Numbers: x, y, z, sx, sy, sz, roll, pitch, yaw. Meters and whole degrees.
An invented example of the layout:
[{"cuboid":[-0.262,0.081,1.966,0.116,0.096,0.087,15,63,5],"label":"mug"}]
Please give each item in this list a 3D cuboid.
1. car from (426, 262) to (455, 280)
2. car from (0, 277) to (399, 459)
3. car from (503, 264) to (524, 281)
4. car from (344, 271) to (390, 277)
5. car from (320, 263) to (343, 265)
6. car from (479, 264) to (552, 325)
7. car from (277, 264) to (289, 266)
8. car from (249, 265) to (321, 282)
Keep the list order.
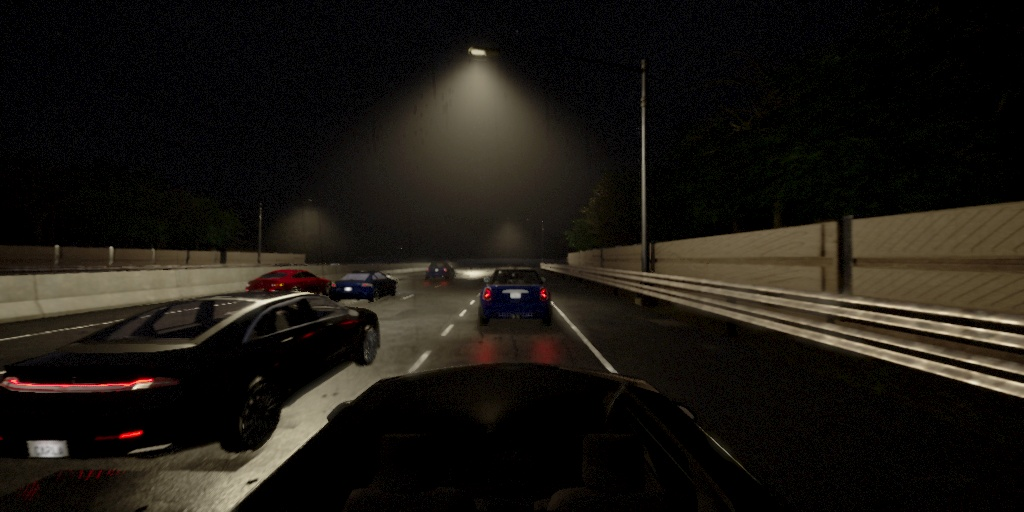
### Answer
[{"cuboid":[-6.895,1.359,34.921,2.097,1.767,4.553,0,-1,0],"label":"car"},{"cuboid":[-3.500,1.247,5.134,2.128,1.511,4.902,0,0,0],"label":"car"},{"cuboid":[0.118,1.511,33.360,1.812,1.442,4.674,0,-1,0],"label":"car"},{"cuboid":[-6.898,1.378,17.104,1.994,1.385,4.181,0,0,0],"label":"car"},{"cuboid":[-27.999,1.865,57.079,1.994,1.385,4.181,0,-1,0],"label":"car"},{"cuboid":[0.101,1.133,12.078,2.097,1.767,4.553,0,0,0],"label":"car"},{"cuboid":[-24.588,1.602,38.405,2.033,1.411,5.357,0,-1,0],"label":"car"},{"cuboid":[-10.384,1.339,17.014,1.812,1.442,4.674,0,0,0],"label":"car"}]
